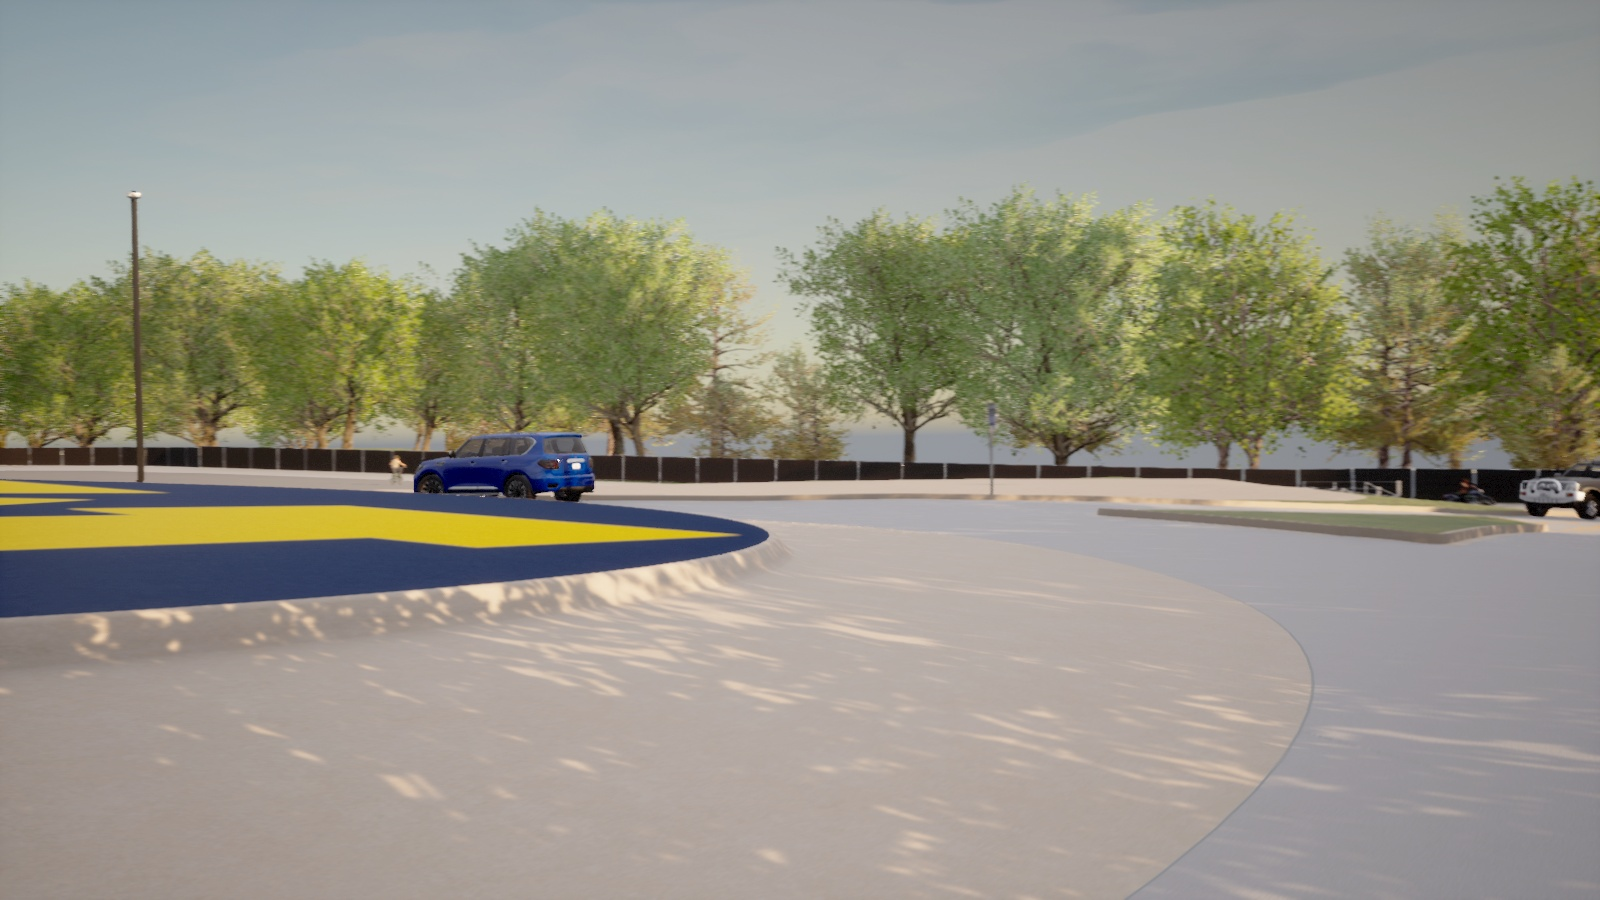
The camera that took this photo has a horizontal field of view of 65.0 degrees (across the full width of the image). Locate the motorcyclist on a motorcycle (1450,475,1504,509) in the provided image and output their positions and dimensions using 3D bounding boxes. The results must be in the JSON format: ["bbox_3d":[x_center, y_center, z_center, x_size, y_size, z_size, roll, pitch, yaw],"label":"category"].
[{"bbox_3d":[34.766,2.153,64.496,2.350,1.649,0.766,0,2,37],"label":"motorcyclist on a motorcycle"}]

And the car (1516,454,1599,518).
[{"bbox_3d":[24.252,1.113,38.038,4.605,1.855,1.932,2,-1,-21],"label":"car"}]

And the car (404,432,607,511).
[{"bbox_3d":[-8.234,0.587,34.950,5.566,2.045,2.150,-1,1,31],"label":"car"}]
